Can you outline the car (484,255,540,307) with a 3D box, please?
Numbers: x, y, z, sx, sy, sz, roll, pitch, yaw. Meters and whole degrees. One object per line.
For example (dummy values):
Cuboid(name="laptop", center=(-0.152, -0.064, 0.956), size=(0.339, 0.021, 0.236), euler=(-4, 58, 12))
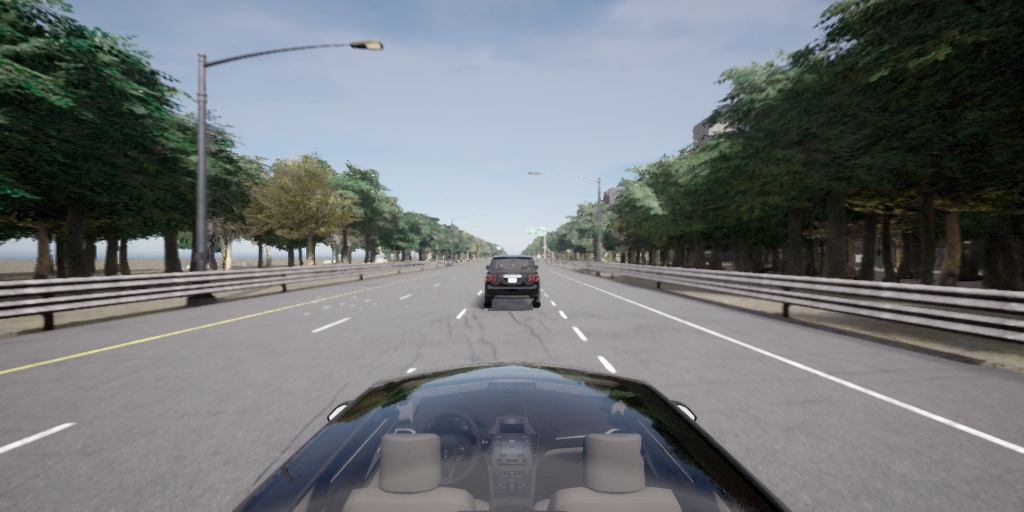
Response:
Cuboid(name="car", center=(0.012, 0.971, 15.649), size=(2.150, 2.045, 5.566), euler=(0, 0, 0))
